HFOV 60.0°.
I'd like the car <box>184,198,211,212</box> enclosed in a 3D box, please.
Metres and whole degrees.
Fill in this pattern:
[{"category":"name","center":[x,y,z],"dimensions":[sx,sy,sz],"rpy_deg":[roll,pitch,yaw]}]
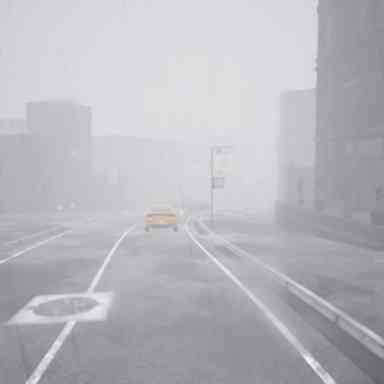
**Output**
[{"category":"car","center":[1.008,1.689,41.278],"dimensions":[1.994,1.385,4.181],"rpy_deg":[1,0,19]}]

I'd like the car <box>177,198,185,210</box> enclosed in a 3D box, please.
[{"category":"car","center":[-1.175,1.561,45.673],"dimensions":[1.837,1.490,4.892],"rpy_deg":[1,0,24]}]

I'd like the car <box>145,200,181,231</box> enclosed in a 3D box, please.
[{"category":"car","center":[-1.855,1.510,20.892],"dimensions":[1.882,1.535,5.008],"rpy_deg":[-1,0,-3]}]
